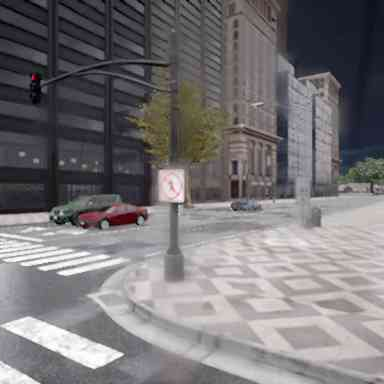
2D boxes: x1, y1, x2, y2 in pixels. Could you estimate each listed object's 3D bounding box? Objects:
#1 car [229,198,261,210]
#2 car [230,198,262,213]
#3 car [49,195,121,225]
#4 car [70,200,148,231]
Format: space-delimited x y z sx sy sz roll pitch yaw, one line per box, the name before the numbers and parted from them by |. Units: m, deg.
car | 7.097 1.528 43.979 2.033 1.411 5.357 0 0 36
car | 6.207 1.555 37.153 1.994 1.385 4.181 0 0 36
car | -7.311 1.245 23.810 2.150 2.045 5.566 0 1 34
car | -4.975 1.510 21.451 1.882 1.535 5.008 0 1 35
